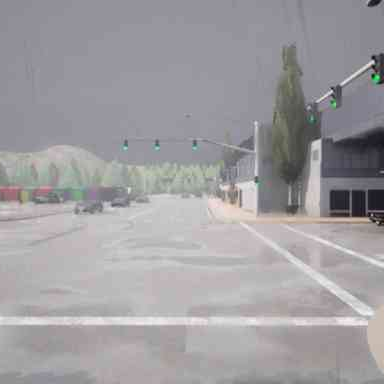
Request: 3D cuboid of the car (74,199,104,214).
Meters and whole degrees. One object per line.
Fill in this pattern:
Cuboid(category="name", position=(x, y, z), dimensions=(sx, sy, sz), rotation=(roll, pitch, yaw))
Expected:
Cuboid(category="car", position=(-10.611, 1.473, 34.481), dimensions=(2.128, 1.511, 4.902), rotation=(0, 0, 1))

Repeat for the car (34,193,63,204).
Cuboid(category="car", position=(-24.741, 1.126, 56.725), dimensions=(3.866, 1.878, 1.905), rotation=(0, 0, 0))

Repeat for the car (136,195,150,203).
Cuboid(category="car", position=(-9.682, 1.316, 65.267), dimensions=(2.097, 1.767, 4.553), rotation=(0, 0, 2))

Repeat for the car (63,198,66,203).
Cuboid(category="car", position=(-24.719, 1.364, 59.621), dimensions=(3.806, 1.475, 1.970), rotation=(0, 0, 0))

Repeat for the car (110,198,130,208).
Cuboid(category="car", position=(-10.256, 1.521, 48.137), dimensions=(2.033, 1.411, 5.357), rotation=(0, 0, 2))

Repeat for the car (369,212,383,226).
Cuboid(category="car", position=(13.861, 1.590, 20.896), dimensions=(4.718, 1.301, 1.895), rotation=(0, 0, 0))
